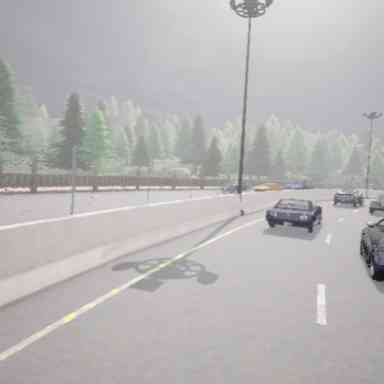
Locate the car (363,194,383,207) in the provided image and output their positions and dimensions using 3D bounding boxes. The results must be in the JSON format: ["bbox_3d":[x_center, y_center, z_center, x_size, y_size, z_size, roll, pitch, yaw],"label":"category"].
[{"bbox_3d":[14.282,0.878,24.417,2.033,1.411,5.357,5,4,34],"label":"car"}]

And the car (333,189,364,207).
[{"bbox_3d":[14.371,0.493,30.349,2.128,1.511,4.902,5,4,37],"label":"car"}]

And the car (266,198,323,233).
[{"bbox_3d":[4.913,0.954,15.445,1.895,1.301,4.718,5,4,27],"label":"car"}]

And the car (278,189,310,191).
[{"bbox_3d":[12.939,-0.407,39.934,2.150,2.045,5.566,6,4,41],"label":"car"}]

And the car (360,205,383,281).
[{"bbox_3d":[5.566,1.340,8.548,1.994,1.385,4.181,4,3,23],"label":"car"}]

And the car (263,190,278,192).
[{"bbox_3d":[9.726,-0.392,41.568,1.882,1.535,5.008,6,4,41],"label":"car"}]
